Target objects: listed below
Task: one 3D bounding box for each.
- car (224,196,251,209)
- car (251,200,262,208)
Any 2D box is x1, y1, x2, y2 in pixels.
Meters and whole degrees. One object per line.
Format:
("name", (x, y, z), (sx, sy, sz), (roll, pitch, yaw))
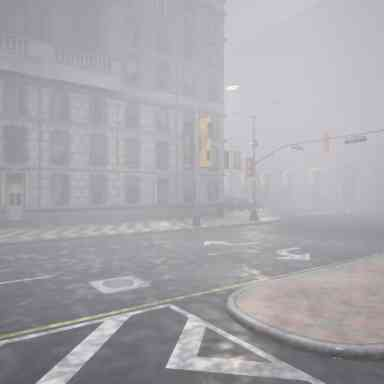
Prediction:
("car", (5.030, 1.352, 43.812), (2.097, 1.767, 4.553), (0, 0, -35))
("car", (7.284, 1.547, 46.668), (2.033, 1.411, 5.357), (0, 0, -36))
